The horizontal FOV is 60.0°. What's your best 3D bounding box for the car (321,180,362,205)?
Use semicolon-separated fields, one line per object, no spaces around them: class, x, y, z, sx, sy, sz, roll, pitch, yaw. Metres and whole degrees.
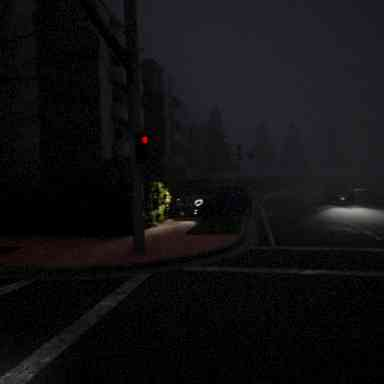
car;10.837;0.068;24.936;2.128;1.511;4.902;-1;3;15

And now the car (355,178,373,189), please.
car;24.291;-1.274;47.903;5.357;1.411;2.033;-4;3;-44

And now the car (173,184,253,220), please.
car;1.192;0.421;17.637;4.553;1.767;2.097;-2;4;-41
